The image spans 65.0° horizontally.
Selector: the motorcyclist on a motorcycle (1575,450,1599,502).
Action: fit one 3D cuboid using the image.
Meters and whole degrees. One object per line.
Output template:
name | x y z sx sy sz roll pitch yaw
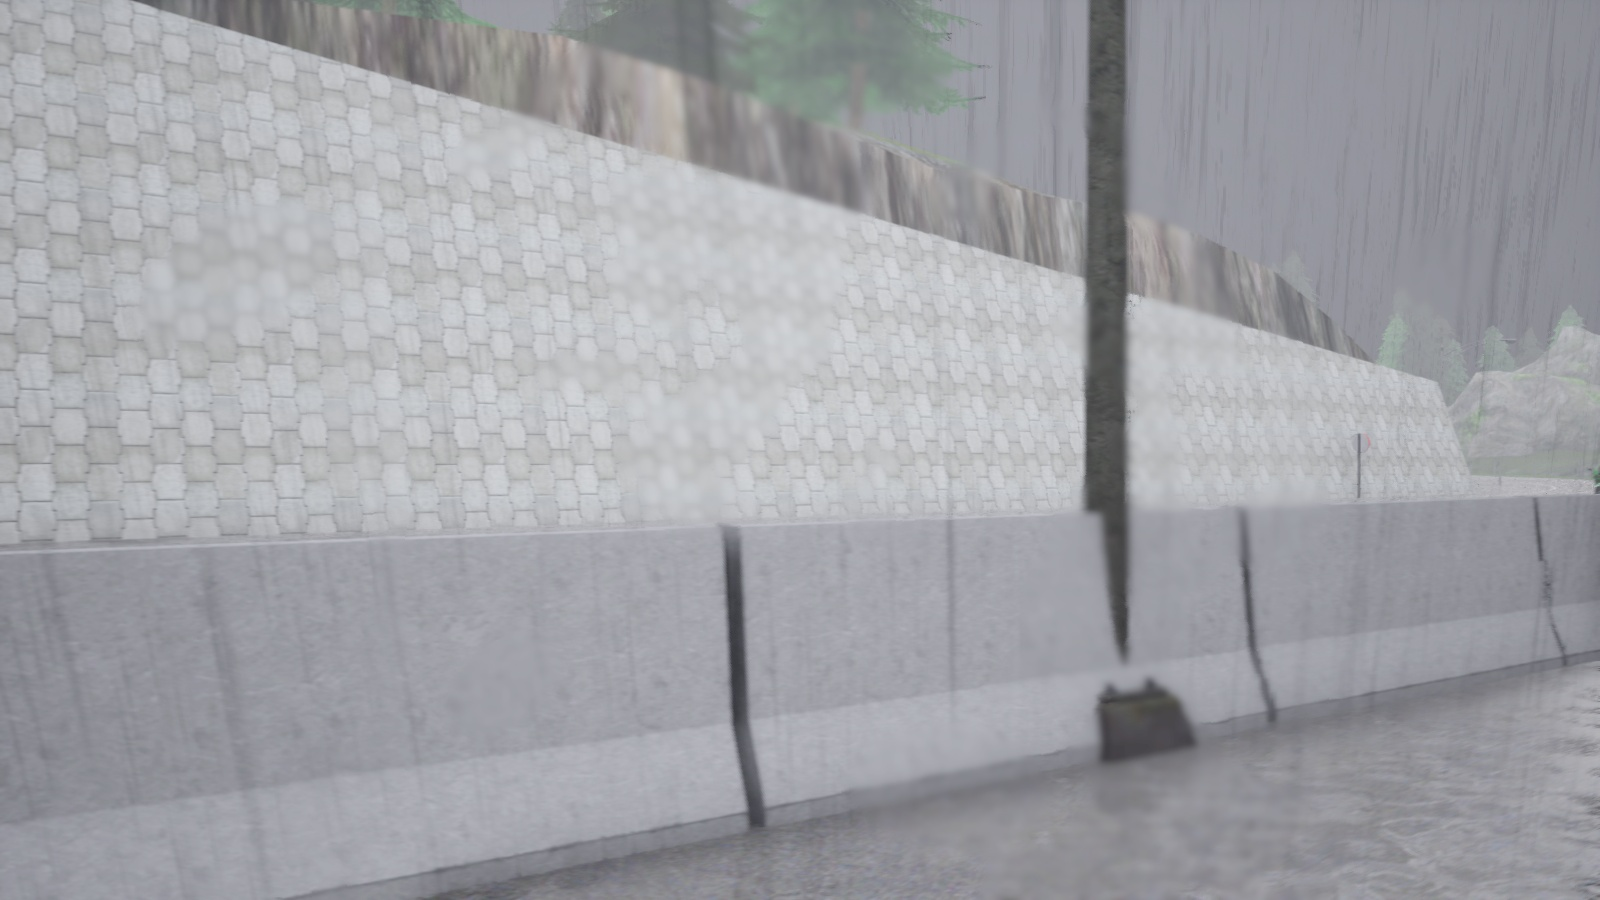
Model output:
motorcyclist on a motorcycle | 24.020 0.768 37.435 2.044 1.523 0.797 0 0 -35
